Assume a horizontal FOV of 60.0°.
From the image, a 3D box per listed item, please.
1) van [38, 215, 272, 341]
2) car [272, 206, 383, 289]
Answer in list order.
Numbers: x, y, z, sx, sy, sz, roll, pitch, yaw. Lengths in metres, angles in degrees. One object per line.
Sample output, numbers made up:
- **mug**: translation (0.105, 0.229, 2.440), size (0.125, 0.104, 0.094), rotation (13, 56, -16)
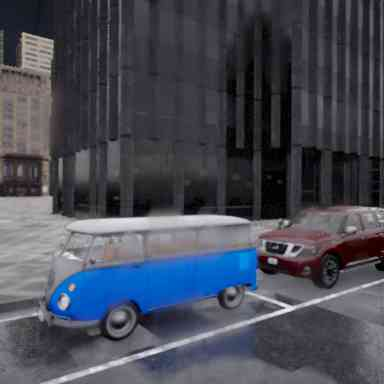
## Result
- **van**: translation (-0.564, 1.358, 6.244), size (3.998, 1.788, 1.690), rotation (0, 0, -35)
- **car**: translation (4.004, 1.363, 9.501), size (5.009, 1.841, 2.192), rotation (0, 0, -35)
